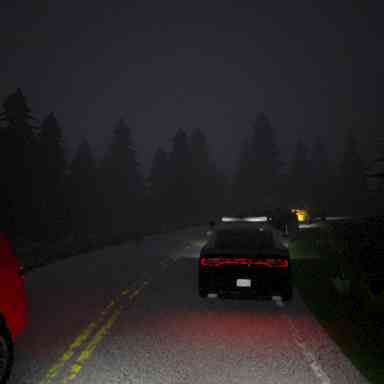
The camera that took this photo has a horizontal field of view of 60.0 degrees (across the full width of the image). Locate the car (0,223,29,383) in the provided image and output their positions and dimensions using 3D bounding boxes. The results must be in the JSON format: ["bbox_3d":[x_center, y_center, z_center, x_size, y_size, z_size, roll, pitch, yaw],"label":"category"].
[{"bbox_3d":[-3.178,1.225,1.932,2.150,2.045,5.566,0,0,2],"label":"car"}]

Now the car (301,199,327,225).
[{"bbox_3d":[7.335,1.240,21.911,1.801,1.575,5.366,-4,-2,38],"label":"car"}]

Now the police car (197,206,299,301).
[{"bbox_3d":[1.348,1.400,8.490,1.930,1.638,5.238,-1,0,10],"label":"police car"}]

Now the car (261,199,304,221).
[{"bbox_3d":[4.229,1.387,17.107,1.837,1.490,4.892,-2,0,27],"label":"car"}]
